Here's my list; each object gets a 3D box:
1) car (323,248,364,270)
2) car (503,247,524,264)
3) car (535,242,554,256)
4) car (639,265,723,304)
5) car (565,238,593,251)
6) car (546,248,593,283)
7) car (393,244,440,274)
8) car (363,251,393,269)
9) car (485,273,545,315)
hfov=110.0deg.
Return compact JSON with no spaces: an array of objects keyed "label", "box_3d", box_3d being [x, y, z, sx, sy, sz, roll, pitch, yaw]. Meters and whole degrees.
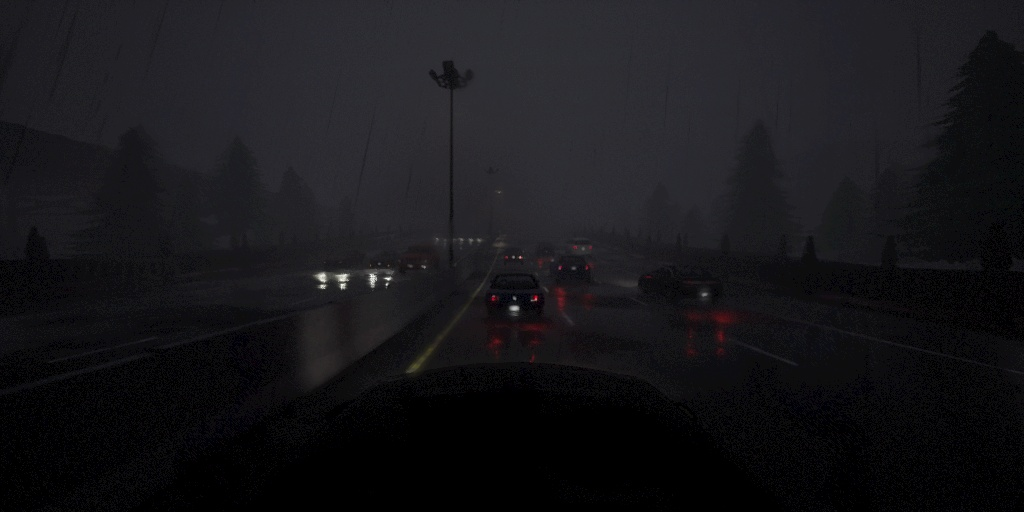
[{"label":"car","box_3d":[-14.052,0.179,30.372,1.882,1.535,5.008,0,5,0]},{"label":"car","box_3d":[0.151,-0.115,34.130,2.033,1.411,5.357,0,6,0]},{"label":"car","box_3d":[3.663,-0.897,40.520,1.882,1.535,5.008,0,6,0]},{"label":"car","box_3d":[7.110,1.113,15.616,2.128,1.511,4.902,0,2,0]},{"label":"car","box_3d":[7.161,-0.943,38.616,2.150,2.045,5.566,0,6,0]},{"label":"car","box_3d":[3.632,0.610,23.131,2.097,1.767,4.553,0,4,0]},{"label":"car","box_3d":[-7.057,0.146,27.790,2.150,2.045,5.566,0,5,0]},{"label":"car","box_3d":[-10.553,0.256,30.491,1.994,1.385,4.181,0,5,0]},{"label":"car","box_3d":[0.103,1.282,13.391,1.895,1.301,4.718,0,1,0]}]
